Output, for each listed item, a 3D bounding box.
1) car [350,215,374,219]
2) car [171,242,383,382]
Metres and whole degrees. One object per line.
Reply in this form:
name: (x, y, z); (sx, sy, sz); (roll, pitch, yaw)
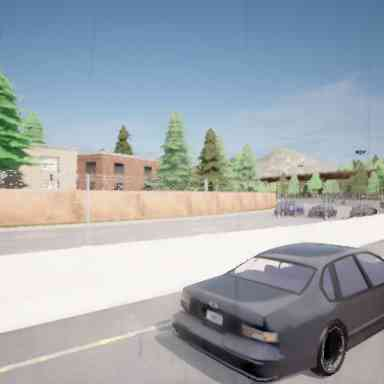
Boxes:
car: (15.865, 1.850, 30.563); (1.994, 1.385, 4.181); (0, -1, 35)
car: (2.232, 1.598, 5.636); (5.357, 1.411, 2.033); (1, -1, -39)
